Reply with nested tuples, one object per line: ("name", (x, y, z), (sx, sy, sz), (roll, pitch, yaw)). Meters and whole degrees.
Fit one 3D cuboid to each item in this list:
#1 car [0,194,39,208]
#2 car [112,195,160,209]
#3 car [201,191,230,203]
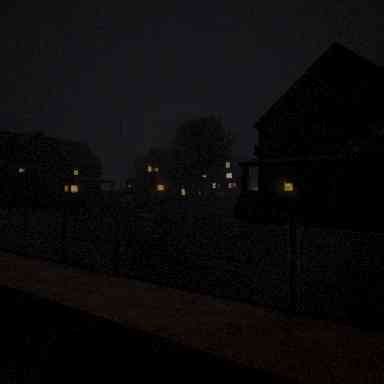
("car", (-12.153, 1.036, 21.140), (2.097, 1.767, 4.553), (1, 2, 34))
("car", (-5.297, 0.950, 30.905), (2.033, 1.411, 5.357), (1, 2, 35))
("car", (3.057, 0.612, 42.687), (2.033, 1.411, 5.357), (1, 2, 36))
